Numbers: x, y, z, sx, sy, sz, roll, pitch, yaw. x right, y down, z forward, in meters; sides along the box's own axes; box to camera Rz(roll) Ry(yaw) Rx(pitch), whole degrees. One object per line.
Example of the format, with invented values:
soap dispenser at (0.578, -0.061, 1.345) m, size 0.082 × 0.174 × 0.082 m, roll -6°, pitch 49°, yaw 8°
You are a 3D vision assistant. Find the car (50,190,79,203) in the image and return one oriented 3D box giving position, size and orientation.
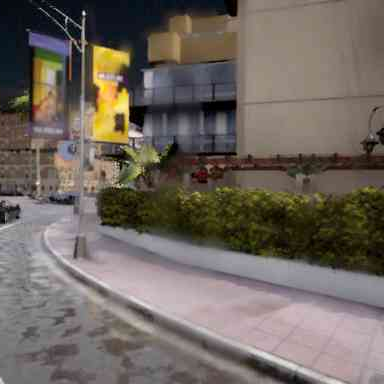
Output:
car at (-19.983, 0.720, 54.116) m, size 2.150 × 2.045 × 5.566 m, roll 1°, pitch 0°, yaw 13°

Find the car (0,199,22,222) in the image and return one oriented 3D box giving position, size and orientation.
car at (-13.258, 1.239, 22.940) m, size 1.837 × 1.490 × 4.892 m, roll 0°, pitch 1°, yaw -12°

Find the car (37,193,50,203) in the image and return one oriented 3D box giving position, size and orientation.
car at (-23.400, 0.946, 54.771) m, size 2.128 × 1.511 × 4.902 m, roll 1°, pitch 0°, yaw 13°
